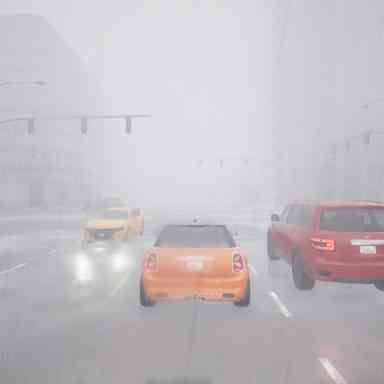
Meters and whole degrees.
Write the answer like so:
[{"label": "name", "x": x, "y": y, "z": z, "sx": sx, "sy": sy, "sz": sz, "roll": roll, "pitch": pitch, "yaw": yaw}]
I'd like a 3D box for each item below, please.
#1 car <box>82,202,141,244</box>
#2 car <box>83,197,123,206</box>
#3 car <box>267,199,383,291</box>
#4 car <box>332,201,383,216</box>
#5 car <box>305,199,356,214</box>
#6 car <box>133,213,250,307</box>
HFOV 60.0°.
[{"label": "car", "x": -3.533, "y": 1.477, "z": 15.967, "sx": 1.882, "sy": 1.535, "sz": 5.008, "roll": 0, "pitch": 0, "yaw": 4}, {"label": "car", "x": -9.402, "y": 1.352, "z": 35.680, "sx": 4.553, "sy": 1.767, "sz": 2.097, "roll": 0, "pitch": 0, "yaw": 1}, {"label": "car", "x": 3.554, "y": 1.221, "z": 9.174, "sx": 2.150, "sy": 2.045, "sz": 5.566, "roll": 0, "pitch": 0, "yaw": 3}, {"label": "car", "x": 16.516, "y": 1.547, "z": 31.862, "sx": 5.357, "sy": 1.411, "sz": 2.033, "roll": 0, "pitch": 0, "yaw": 1}, {"label": "car", "x": 14.775, "y": 1.526, "z": 35.598, "sx": 4.674, "sy": 1.442, "sz": 1.812, "roll": 0, "pitch": 0, "yaw": 4}, {"label": "car", "x": 0.075, "y": 1.352, "z": 8.154, "sx": 2.097, "sy": 1.767, "sz": 4.553, "roll": 0, "pitch": 0, "yaw": 1}]
